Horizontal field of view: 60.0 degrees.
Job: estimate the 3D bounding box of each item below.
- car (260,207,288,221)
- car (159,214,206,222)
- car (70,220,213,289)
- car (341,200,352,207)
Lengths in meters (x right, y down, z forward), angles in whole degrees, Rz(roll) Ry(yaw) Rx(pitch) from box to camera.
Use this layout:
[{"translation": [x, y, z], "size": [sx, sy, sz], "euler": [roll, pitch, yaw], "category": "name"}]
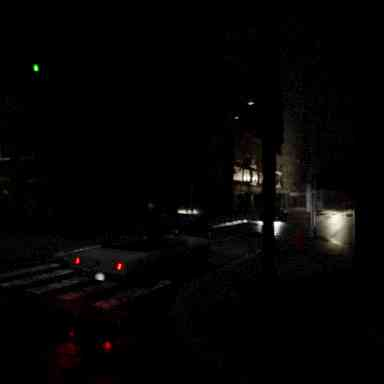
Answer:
[{"translation": [8.315, 2.165, 33.452], "size": [1.994, 1.385, 4.181], "euler": [0, -1, 28], "category": "car"}, {"translation": [-0.615, 1.826, 16.784], "size": [1.994, 1.385, 4.181], "euler": [0, -1, 28], "category": "car"}, {"translation": [-1.119, 1.753, 9.801], "size": [1.895, 1.301, 4.718], "euler": [0, -1, 28], "category": "car"}, {"translation": [39.357, 3.150, 85.434], "size": [1.882, 1.535, 5.008], "euler": [0, -1, 28], "category": "car"}]
